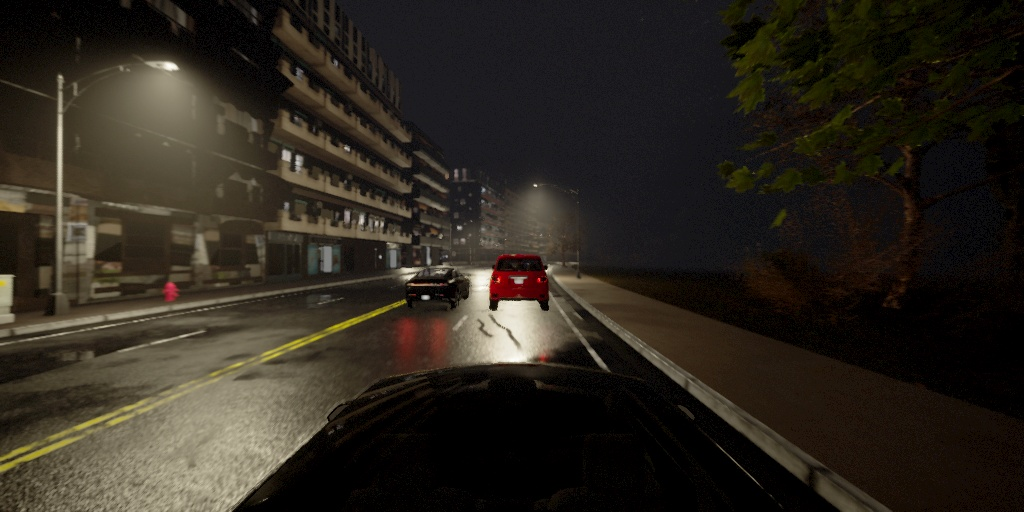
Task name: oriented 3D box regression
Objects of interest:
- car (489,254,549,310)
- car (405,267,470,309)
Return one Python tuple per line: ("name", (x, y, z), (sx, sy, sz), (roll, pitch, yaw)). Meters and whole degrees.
("car", (0.321, 0.952, 14.815), (2.150, 2.045, 5.566), (0, 0, 2))
("car", (-2.913, 1.214, 14.816), (2.128, 1.511, 4.902), (0, 0, 2))
